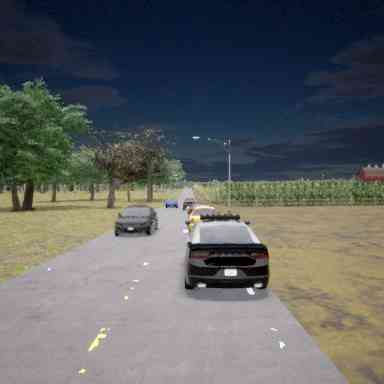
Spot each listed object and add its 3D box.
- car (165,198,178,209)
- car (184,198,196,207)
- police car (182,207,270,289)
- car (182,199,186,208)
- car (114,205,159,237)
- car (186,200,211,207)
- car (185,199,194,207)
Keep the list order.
[{"bbox_3d":[-3.106,1.737,50.987,1.882,1.535,5.008,0,0,0],"label":"car"},{"bbox_3d":[-0.421,1.879,60.059,2.033,1.411,5.357,0,0,0],"label":"car"},{"bbox_3d":[0.762,1.430,9.301,1.930,1.638,5.238,0,0,0],"label":"police car"},{"bbox_3d":[-0.313,1.723,46.235,1.837,1.490,4.892,0,-1,0],"label":"car"},{"bbox_3d":[-2.976,1.506,18.532,1.882,1.535,5.008,0,0,0],"label":"car"},{"bbox_3d":[0.691,1.488,19.383,1.801,1.575,5.366,0,0,0],"label":"car"},{"bbox_3d":[0.650,1.537,25.197,1.882,1.535,5.008,0,0,0],"label":"car"}]
